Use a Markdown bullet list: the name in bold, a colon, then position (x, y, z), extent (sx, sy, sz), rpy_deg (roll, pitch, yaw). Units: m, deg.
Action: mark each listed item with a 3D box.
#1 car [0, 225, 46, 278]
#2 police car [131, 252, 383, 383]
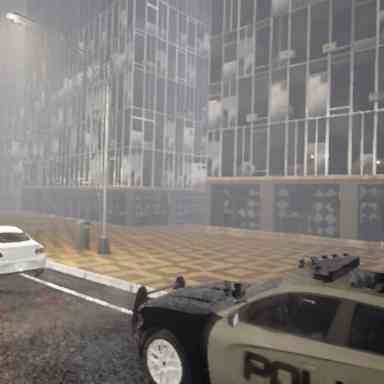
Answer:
- **car**: position (-5.999, 1.690, 9.800), extent (4.674, 1.442, 1.812), rpy_deg (-1, -2, 41)
- **police car**: position (1.418, 1.530, 3.637), extent (5.238, 1.638, 1.930), rpy_deg (0, -2, 39)
